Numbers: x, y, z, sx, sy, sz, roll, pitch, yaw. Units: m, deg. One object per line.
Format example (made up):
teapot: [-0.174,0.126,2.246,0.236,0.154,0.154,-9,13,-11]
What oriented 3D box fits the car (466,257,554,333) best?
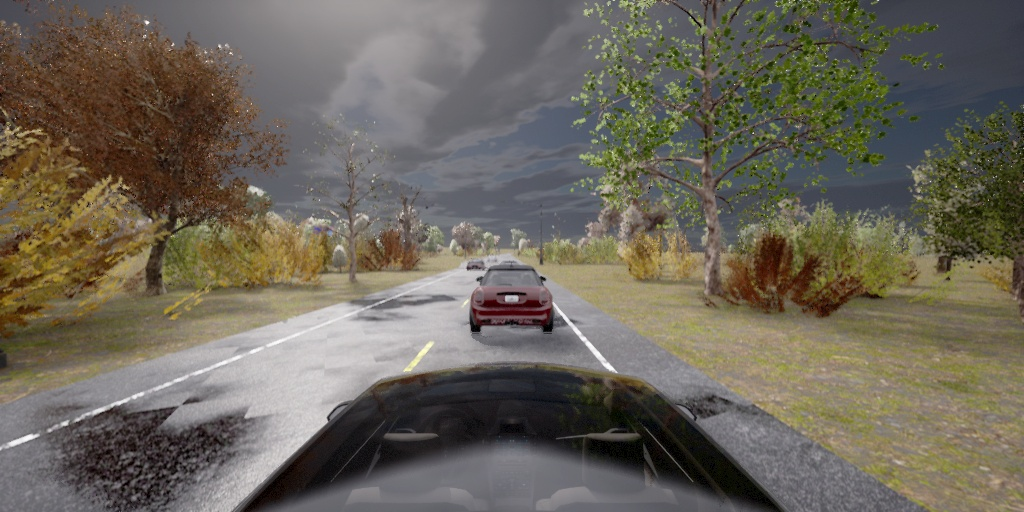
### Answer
car: [-0.020,1.037,10.701,2.097,1.767,4.553,0,0,0]

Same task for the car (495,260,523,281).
car: [-0.231,1.107,28.494,2.033,1.411,5.357,0,0,-1]

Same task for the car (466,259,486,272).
car: [-4.166,1.019,41.766,1.994,1.385,4.181,0,0,-1]
